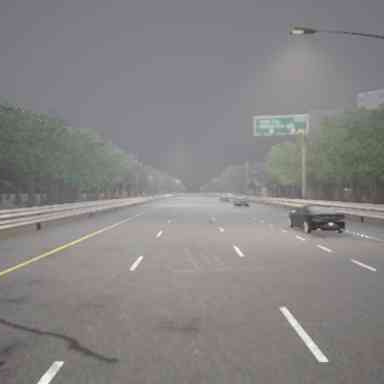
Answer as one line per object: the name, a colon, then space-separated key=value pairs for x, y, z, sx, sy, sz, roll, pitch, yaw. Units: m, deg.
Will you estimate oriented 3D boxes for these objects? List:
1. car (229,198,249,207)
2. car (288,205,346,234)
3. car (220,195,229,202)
car: x=7.105 y=1.564 z=49.020 sx=1.895 sy=1.301 sz=4.718 roll=0 pitch=0 yaw=0
car: x=7.022 y=1.488 z=19.243 sx=1.882 sy=1.535 sz=5.008 roll=0 pitch=0 yaw=0
car: x=7.175 y=1.465 z=73.986 sx=1.812 sy=1.442 sz=4.674 roll=0 pitch=0 yaw=0
